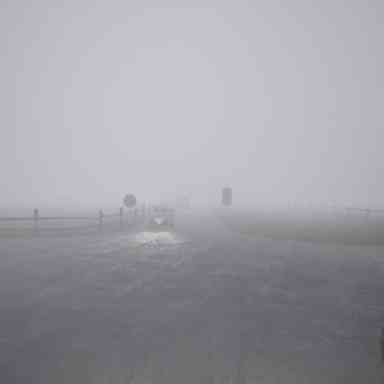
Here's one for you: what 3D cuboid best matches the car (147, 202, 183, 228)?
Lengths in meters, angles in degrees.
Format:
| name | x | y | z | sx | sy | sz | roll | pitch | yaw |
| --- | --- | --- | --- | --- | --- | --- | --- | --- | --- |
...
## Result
| name | x | y | z | sx | sy | sz | roll | pitch | yaw |
| --- | --- | --- | --- | --- | --- | --- | --- | --- | --- |
| car | -2.092 | 1.773 | 24.510 | 2.128 | 1.511 | 4.902 | 0 | 0 | 2 |

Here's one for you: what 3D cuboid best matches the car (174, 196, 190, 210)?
| name | x | y | z | sx | sy | sz | roll | pitch | yaw |
| --- | --- | --- | --- | --- | --- | --- | --- | --- | --- |
| car | -1.512 | 1.729 | 52.134 | 2.150 | 2.045 | 5.566 | 0 | 0 | 1 |
